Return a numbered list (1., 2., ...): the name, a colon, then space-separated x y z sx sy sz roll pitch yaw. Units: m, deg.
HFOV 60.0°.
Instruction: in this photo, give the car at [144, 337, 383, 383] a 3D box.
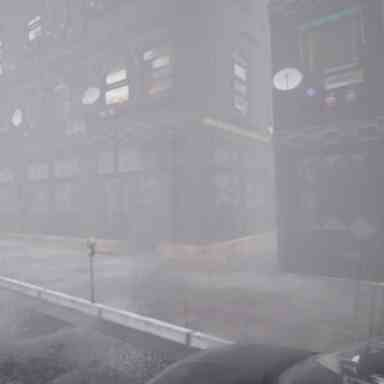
1. car: 1.486 1.547 1.687 4.403 1.369 2.008 -1 -2 35
